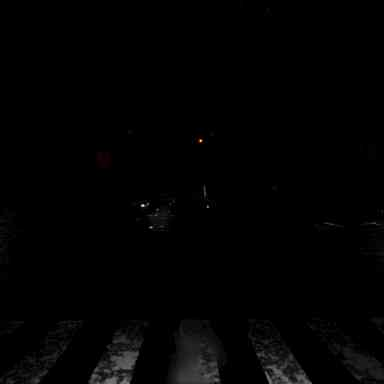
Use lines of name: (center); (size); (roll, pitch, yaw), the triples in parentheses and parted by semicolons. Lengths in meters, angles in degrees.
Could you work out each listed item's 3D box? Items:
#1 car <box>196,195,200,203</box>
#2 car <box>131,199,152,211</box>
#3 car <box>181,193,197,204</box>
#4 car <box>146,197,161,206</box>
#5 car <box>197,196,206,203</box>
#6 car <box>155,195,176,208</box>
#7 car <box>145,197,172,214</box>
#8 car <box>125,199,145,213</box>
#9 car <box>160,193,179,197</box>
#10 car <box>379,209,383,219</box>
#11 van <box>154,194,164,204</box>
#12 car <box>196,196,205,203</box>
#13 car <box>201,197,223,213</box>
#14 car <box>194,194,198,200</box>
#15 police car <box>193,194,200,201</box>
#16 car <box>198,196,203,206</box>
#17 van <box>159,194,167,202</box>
car: (2.131, 1.562, 52.783); (2.008, 1.369, 4.403); (0, 0, -1)
car: (-6.229, 1.557, 41.322); (2.008, 1.369, 4.403); (0, 0, -1)
car: (-0.675, 1.509, 62.815); (2.128, 1.511, 4.902); (0, 0, -1)
car: (-6.441, 1.579, 55.892); (1.947, 1.339, 4.313); (0, 0, -1)
car: (1.907, 1.545, 68.112); (1.752, 1.417, 4.829); (0, 0, -1)
car: (-3.608, 1.485, 44.717); (1.882, 1.535, 5.008); (0, 0, -1)
car: (-3.473, 1.569, 34.735); (1.994, 1.385, 4.181); (0, 0, -2)
car: (-6.156, 1.556, 36.330); (2.008, 1.369, 4.403); (0, 0, -1)
car: (-3.748, 1.365, 54.900); (2.097, 1.767, 4.553); (0, 0, -1)
car: (14.625, 1.303, 21.105); (4.718, 1.301, 1.895); (-1, 0, -1)
van: (-6.599, 1.361, 66.717); (1.690, 1.788, 3.998); (0, 0, -1)
car: (1.833, 1.590, 73.231); (1.947, 1.339, 4.313); (0, 0, -1)
car: (2.369, 1.556, 36.451); (2.008, 1.369, 4.403); (0, 0, -1)
car: (1.987, 1.567, 62.654); (2.008, 1.369, 4.403); (0, 0, -1)
police car: (1.185, 1.463, 90.628); (1.930, 1.638, 5.238); (0, 0, -1)
car: (2.210, 1.553, 47.339); (1.887, 1.381, 4.507); (0, 0, -1)
van: (-6.757, 1.368, 77.543); (1.690, 1.788, 3.998); (0, 0, -1)
